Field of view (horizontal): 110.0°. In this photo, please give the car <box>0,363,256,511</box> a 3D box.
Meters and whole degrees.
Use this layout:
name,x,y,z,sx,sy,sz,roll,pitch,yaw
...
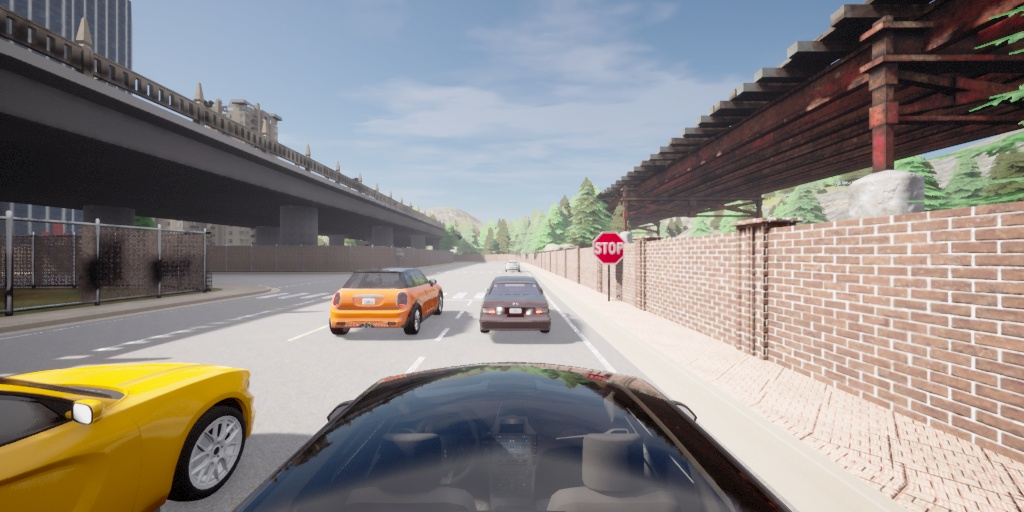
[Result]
name,x,y,z,sx,sy,sz,roll,pitch,yaw
car,-3.399,1.228,1.413,1.882,1.535,5.008,0,0,0

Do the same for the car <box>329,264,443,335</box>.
name,x,y,z,sx,sy,sz,roll,pitch,yaw
car,-3.423,1.102,10.670,2.097,1.767,4.553,0,0,0

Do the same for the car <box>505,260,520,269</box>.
name,x,y,z,sx,sy,sz,roll,pitch,yaw
car,0.086,1.275,45.513,1.812,1.442,4.674,0,0,-1

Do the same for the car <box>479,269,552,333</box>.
name,x,y,z,sx,sy,sz,roll,pitch,yaw
car,0.078,1.297,10.693,2.033,1.411,5.357,0,0,0
